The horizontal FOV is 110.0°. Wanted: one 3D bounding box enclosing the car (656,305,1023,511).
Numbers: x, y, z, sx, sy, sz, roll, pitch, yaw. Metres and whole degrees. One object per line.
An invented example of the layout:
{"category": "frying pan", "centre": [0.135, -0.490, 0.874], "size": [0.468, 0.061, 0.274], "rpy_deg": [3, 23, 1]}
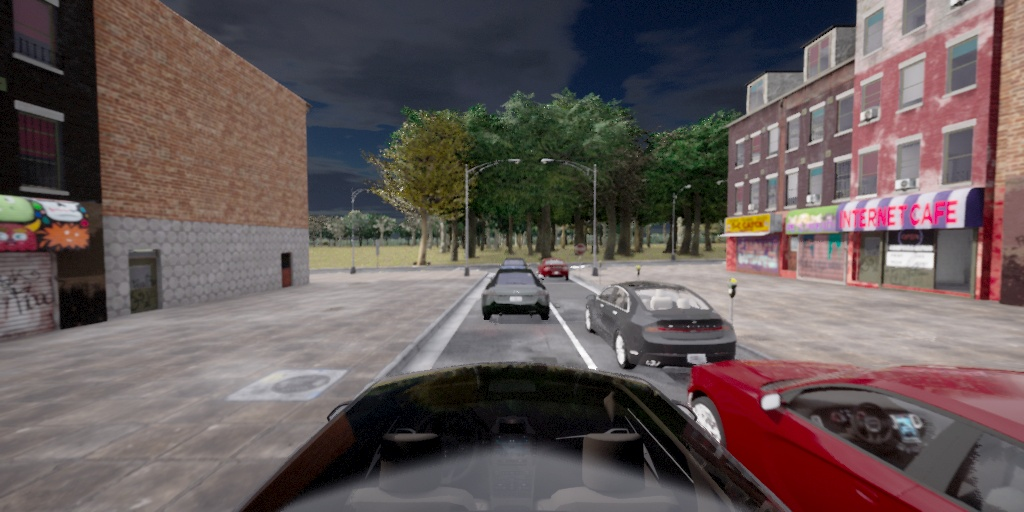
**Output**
{"category": "car", "centre": [2.637, 1.291, 1.904], "size": [1.888, 1.381, 4.507], "rpy_deg": [0, 0, 0]}

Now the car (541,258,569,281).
{"category": "car", "centre": [2.642, 0.807, 23.524], "size": [1.888, 1.381, 4.507], "rpy_deg": [0, 0, 0]}

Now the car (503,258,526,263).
{"category": "car", "centre": [0.148, 0.815, 23.276], "size": [2.033, 1.411, 5.357], "rpy_deg": [0, 1, 2]}

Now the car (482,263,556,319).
{"category": "car", "centre": [0.103, 1.088, 11.725], "size": [1.994, 1.385, 4.181], "rpy_deg": [0, 1, 0]}

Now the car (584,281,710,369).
{"category": "car", "centre": [2.638, 1.173, 7.309], "size": [2.007, 1.370, 4.403], "rpy_deg": [0, 0, 0]}
